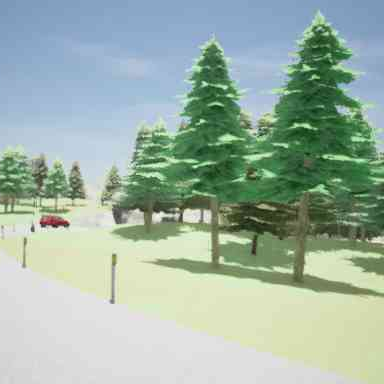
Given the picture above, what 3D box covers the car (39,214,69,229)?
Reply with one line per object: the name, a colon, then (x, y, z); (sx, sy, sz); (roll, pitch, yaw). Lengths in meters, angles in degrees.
car: (-21.361, 4.614, 51.764); (2.150, 2.045, 5.566); (2, -6, 12)
